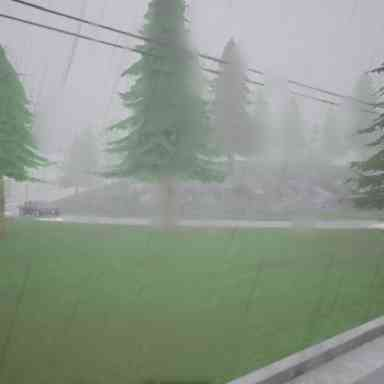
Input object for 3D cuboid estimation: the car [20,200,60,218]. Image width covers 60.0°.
[{"bbox_3d":[-13.724,1.472,29.860,4.892,1.490,1.837,0,1,40],"label":"car"}]
